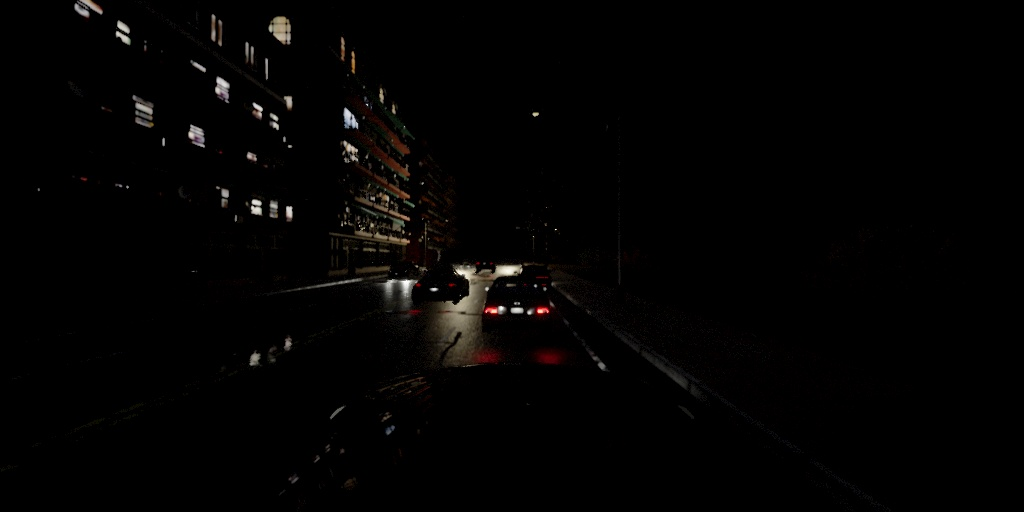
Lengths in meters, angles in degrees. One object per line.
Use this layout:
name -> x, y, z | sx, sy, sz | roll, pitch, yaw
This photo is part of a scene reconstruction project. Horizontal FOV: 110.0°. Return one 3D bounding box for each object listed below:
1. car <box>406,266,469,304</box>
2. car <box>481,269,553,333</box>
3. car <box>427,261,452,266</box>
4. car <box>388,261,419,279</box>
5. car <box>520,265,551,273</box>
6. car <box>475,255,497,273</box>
car -> -3.121, 1.314, 16.384 | 1.994, 1.385, 4.181 | 0, 0, 0
car -> 0.120, 1.298, 10.757 | 2.033, 1.411, 5.357 | 0, 0, 0
car -> -6.541, 1.225, 32.507 | 1.882, 1.535, 5.008 | 0, 0, 0
car -> -9.791, 1.253, 32.788 | 1.837, 1.490, 4.892 | 0, 0, 0
car -> 1.174, 1.255, 20.445 | 1.837, 1.490, 4.892 | 0, 0, 0
car -> -3.070, 0.965, 42.829 | 2.150, 2.045, 5.566 | 0, 0, 0
